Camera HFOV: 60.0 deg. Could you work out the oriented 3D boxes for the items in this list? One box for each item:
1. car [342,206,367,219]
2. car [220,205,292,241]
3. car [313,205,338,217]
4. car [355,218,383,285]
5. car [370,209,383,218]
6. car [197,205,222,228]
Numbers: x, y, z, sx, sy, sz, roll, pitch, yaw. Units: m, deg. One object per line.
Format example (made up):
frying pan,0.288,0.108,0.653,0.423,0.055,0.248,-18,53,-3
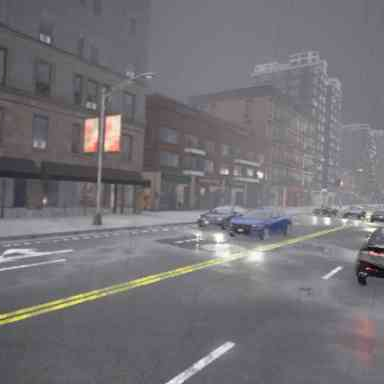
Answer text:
car,18.759,2.323,38.259,2.033,1.411,5.357,3,0,36
car,3.776,1.600,17.771,1.882,1.535,5.008,3,0,36
car,16.252,2.248,40.334,1.895,1.301,4.718,3,0,36
car,5.997,1.749,9.435,2.128,1.511,4.902,3,0,36
car,19.101,2.374,33.098,1.994,1.385,4.181,3,0,37
car,2.227,1.562,21.190,1.812,1.442,4.674,3,0,36
